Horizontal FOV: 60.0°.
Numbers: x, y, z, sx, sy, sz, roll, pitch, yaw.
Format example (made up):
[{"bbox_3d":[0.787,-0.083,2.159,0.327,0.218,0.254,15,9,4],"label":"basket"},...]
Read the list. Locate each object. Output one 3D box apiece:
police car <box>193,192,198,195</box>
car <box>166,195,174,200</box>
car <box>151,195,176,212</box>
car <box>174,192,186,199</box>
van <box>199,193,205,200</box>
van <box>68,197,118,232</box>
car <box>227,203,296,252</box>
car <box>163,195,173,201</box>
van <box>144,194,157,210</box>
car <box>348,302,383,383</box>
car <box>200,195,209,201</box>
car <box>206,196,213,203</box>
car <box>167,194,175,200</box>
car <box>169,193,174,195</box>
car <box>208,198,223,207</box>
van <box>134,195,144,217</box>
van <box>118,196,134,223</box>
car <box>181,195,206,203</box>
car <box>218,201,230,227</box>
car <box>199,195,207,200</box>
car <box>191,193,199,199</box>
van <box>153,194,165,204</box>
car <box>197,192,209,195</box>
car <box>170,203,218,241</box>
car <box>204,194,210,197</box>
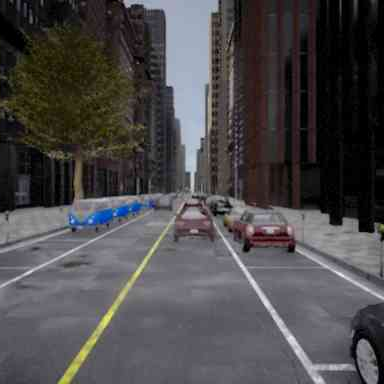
[{"bbox_3d":[0.903,1.251,85.156,1.930,1.638,5.238,0,0,0],"label":"police car"},{"bbox_3d":[-5.760,1.368,86.668,1.887,1.381,4.507,0,0,0],"label":"car"},{"bbox_3d":[-3.094,1.390,37.068,1.882,1.535,5.008,0,0,0],"label":"car"},{"bbox_3d":[-2.997,1.100,78.365,1.882,1.535,5.008,0,0,0],"label":"car"},{"bbox_3d":[2.766,1.157,92.297,1.690,1.788,3.998,0,0,0],"label":"van"},{"bbox_3d":[-5.761,1.293,19.248,1.690,1.788,3.998,0,0,0],"label":"van"},{"bbox_3d":[2.764,1.406,13.635,1.967,1.590,4.097,0,0,0],"label":"car"},{"bbox_3d":[-5.760,1.382,81.056,2.008,1.369,4.403,0,0,0],"label":"car"},{"bbox_3d":[-5.760,1.243,41.721,1.690,1.788,3.998,0,0,0],"label":"van"},{"bbox_3d":[2.764,1.545,2.398,2.008,1.369,4.403,0,0,0],"label":"car"},{"bbox_3d":[2.765,1.391,75.441,2.008,1.369,4.403,0,0,0],"label":"car"},{"bbox_3d":[2.765,1.480,36.110,1.947,1.339,4.313,0,0,0],"label":"car"},{"bbox_3d":[-5.759,1.360,92.286,1.887,1.381,4.507,0,0,0],"label":"car"},{"bbox_3d":[-5.760,1.365,75.261,1.752,1.417,4.829,0,0,0],"label":"car"},{"bbox_3d":[2.764,1.492,30.492,1.947,1.339,4.313,0,0,0],"label":"car"},{"bbox_3d":[-5.760,1.267,30.485,1.690,1.788,3.998,0,0,0],"label":"van"},{"bbox_3d":[-5.761,1.280,24.866,1.690,1.788,3.998,0,0,0],"label":"van"},{"bbox_3d":[0.104,1.400,32.276,1.882,1.535,5.008,0,0,0],"label":"car"},{"bbox_3d":[2.764,1.477,19.424,1.752,1.417,4.829,0,0,0],"label":"car"},{"bbox_3d":[2.765,1.374,86.679,2.008,1.369,4.403,0,0,0],"label":"car"},{"bbox_3d":[0.903,1.163,95.016,2.097,1.767,4.553,0,0,0],"label":"car"},{"bbox_3d":[-5.760,1.209,58.577,1.690,1.788,3.998,0,0,0],"label":"van"},{"bbox_3d":[2.765,1.164,69.823,2.192,1.841,5.009,0,0,0],"label":"car"},{"bbox_3d":[0.094,1.485,16.327,1.812,1.442,4.674,0,0,0],"label":"car"},{"bbox_3d":[2.765,1.416,47.518,1.752,1.417,4.829,0,0,0],"label":"car"}]
